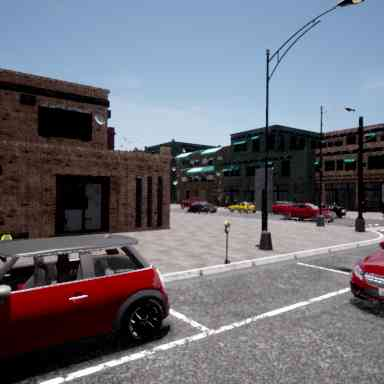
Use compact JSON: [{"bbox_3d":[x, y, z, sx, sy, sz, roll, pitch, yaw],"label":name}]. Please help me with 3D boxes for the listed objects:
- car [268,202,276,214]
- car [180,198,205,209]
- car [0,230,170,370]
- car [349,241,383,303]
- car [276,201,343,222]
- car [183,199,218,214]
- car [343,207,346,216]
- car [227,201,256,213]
[{"bbox_3d":[9.736,1.739,37.209,1.967,1.590,4.097,0,-1,-35],"label":"car"},{"bbox_3d":[0.234,1.773,50.876,2.192,1.841,5.009,0,-1,-35],"label":"car"},{"bbox_3d":[-2.435,1.440,4.808,4.097,1.590,1.967,0,1,-36],"label":"car"},{"bbox_3d":[5.320,1.528,7.185,4.674,1.442,1.812,0,0,-36],"label":"car"},{"bbox_3d":[9.518,1.657,27.340,1.812,1.442,4.674,1,-1,-34],"label":"car"},{"bbox_3d":[1.165,1.835,39.403,1.994,1.385,4.181,1,-1,-35],"label":"car"},{"bbox_3d":[12.902,1.812,32.652,1.947,1.339,4.313,0,-1,-35],"label":"car"},{"bbox_3d":[6.471,1.879,41.903,1.752,1.417,4.829,0,-1,-35],"label":"car"}]
